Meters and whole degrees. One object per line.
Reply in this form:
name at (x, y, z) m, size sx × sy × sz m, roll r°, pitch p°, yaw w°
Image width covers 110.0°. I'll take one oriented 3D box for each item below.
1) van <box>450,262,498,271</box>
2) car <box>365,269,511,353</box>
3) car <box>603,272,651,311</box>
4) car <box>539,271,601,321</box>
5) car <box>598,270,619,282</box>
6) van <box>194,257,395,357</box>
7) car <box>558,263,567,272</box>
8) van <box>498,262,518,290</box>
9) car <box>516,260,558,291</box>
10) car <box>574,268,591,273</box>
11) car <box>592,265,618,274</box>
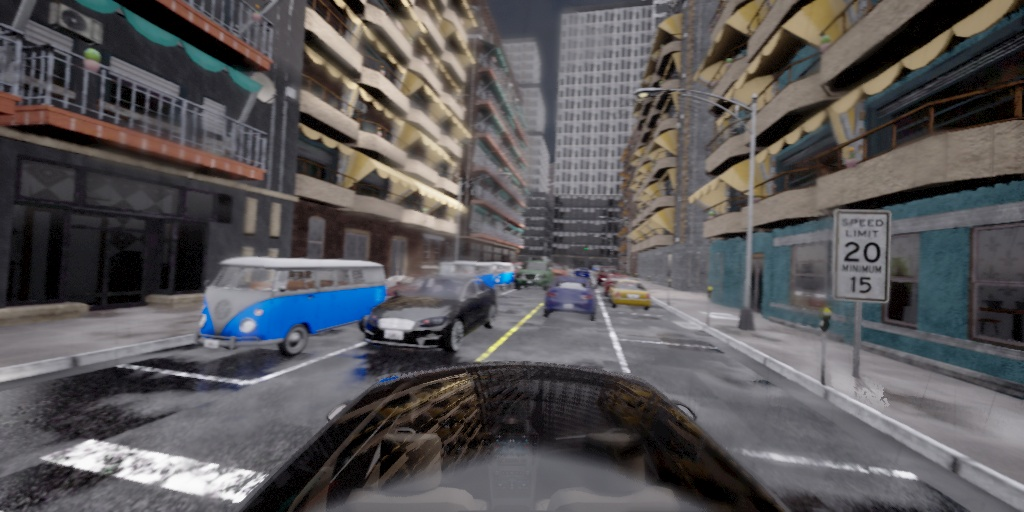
van at (-2.165, 1.195, 18.905) m, size 1.690 × 1.789 × 3.998 m, roll 0°, pitch 0°, yaw 12°
car at (-1.674, 1.241, 9.021) m, size 2.128 × 1.511 × 4.902 m, roll 3°, pitch -1°, yaw 12°
car at (5.577, 1.718, 17.461) m, size 1.751 × 1.417 × 4.829 m, roll 0°, pitch 0°, yaw 12°
car at (2.335, 1.525, 13.942) m, size 1.812 × 1.442 × 4.674 m, roll 3°, pitch -1°, yaw 12°
car at (6.691, 1.863, 22.815) m, size 1.888 × 1.381 × 4.507 m, roll 0°, pitch 0°, yaw 12°
van at (-4.462, 0.947, 7.863) m, size 1.690 × 1.789 × 3.998 m, roll 0°, pitch 0°, yaw 12°
car at (5.405, 1.917, 42.531) m, size 2.097 × 1.767 × 4.553 m, roll 3°, pitch -1°, yaw 12°
van at (-1.016, 1.319, 24.425) m, size 1.690 × 1.789 × 3.998 m, roll 0°, pitch 0°, yaw 12°
car at (1.692, 1.333, 25.121) m, size 2.150 × 2.045 × 5.566 m, roll 3°, pitch -1°, yaw 12°
car at (8.669, 2.167, 44.337) m, size 1.882 × 1.535 × 5.008 m, roll 3°, pitch -1°, yaw 12°
car at (8.988, 1.883, 33.857) m, size 2.192 × 1.841 × 5.009 m, roll 0°, pitch 0°, yaw 12°
